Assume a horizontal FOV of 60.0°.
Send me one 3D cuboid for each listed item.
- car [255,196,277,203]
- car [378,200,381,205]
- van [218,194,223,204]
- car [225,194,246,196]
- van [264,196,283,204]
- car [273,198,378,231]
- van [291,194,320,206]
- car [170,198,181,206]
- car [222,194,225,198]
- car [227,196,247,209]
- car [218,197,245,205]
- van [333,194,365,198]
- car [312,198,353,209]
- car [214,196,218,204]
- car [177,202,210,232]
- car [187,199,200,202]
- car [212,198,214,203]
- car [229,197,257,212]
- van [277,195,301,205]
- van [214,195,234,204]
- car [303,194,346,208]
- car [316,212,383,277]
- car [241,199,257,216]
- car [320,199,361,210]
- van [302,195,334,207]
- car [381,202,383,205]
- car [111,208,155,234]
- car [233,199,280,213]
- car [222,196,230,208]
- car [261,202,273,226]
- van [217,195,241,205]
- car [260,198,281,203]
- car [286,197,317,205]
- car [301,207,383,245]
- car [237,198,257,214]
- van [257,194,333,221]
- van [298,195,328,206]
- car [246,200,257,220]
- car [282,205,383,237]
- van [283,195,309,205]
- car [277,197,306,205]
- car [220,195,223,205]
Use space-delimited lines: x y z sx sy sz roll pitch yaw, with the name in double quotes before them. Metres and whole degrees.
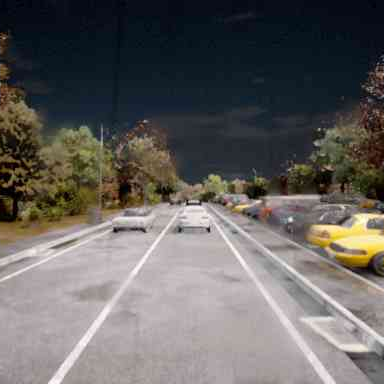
"car" 20.618 2.082 92.531 5.566 2.045 2.435 0 -2 0
"car" 20.142 1.301 31.613 5.566 2.045 2.435 0 0 0
"van" 7.147 1.439 56.780 4.442 1.987 1.878 0 0 0
"car" 7.156 1.492 45.675 4.553 1.767 2.185 0 0 0
"van" 20.650 1.931 84.224 4.442 1.987 1.878 0 -1 0
"car" 7.027 1.378 17.916 4.553 1.767 2.185 0 0 0
"van" 20.246 1.444 59.449 4.442 1.987 1.878 0 -1 0
"car" -3.049 1.752 61.122 1.882 1.535 5.008 0 -1 1
"car" 7.175 1.504 48.451 4.553 1.767 2.185 0 0 0
"car" 7.143 1.595 40.122 4.892 1.521 2.231 0 0 0
"car" 7.331 1.747 62.304 4.792 1.488 2.163 0 -1 0
"van" 20.364 1.374 42.819 4.442 1.987 1.878 0 0 0
"car" 20.279 1.622 48.234 5.008 1.535 2.097 0 0 0
"car" 7.311 1.425 59.555 5.566 2.045 2.435 0 0 0
"car" 0.136 1.557 20.413 1.812 1.442 4.674 0 0 0
"car" 0.207 1.562 37.817 1.882 1.535 5.008 0 0 0
"car" 7.329 1.916 70.638 4.792 1.488 2.163 0 -1 0
"car" 6.925 1.568 34.571 5.366 1.575 1.946 0 0 0
"van" 20.554 1.650 70.376 4.442 1.987 1.878 0 -1 0
"van" 7.533 1.829 78.968 4.442 1.987 1.878 0 -1 0
"car" 20.276 1.383 51.130 5.566 2.045 2.435 0 0 0
"car" 6.754 1.502 9.717 5.366 1.575 1.946 0 0 0
"car" 7.043 1.577 29.017 4.792 1.488 2.163 0 0 0
"car" 20.264 1.651 45.463 4.674 1.452 2.002 0 0 0
"van" 20.441 1.420 53.899 4.442 1.987 1.878 0 0 0
"car" 20.123 1.290 28.843 5.566 2.045 2.435 0 0 0
"car" -3.318 1.630 19.486 1.895 1.301 4.718 0 0 0
"car" 7.136 1.584 37.346 4.892 1.521 2.231 0 0 0
"car" 6.982 1.603 42.899 5.366 1.575 1.946 0 0 0
"car" 7.044 1.542 20.688 4.792 1.488 2.163 0 0 0
"van" 7.204 1.548 65.092 4.442 1.987 1.878 0 -1 0
"car" 20.546 2.215 86.991 4.892 1.521 2.231 0 -1 0
"car" 20.385 1.707 62.065 5.008 1.535 2.097 0 -1 0
"car" 7.143 1.495 12.368 5.366 1.575 1.946 0 0 0
"car" 7.062 1.589 31.794 4.792 1.488 2.163 0 0 0
"van" 7.151 1.298 23.466 4.442 1.987 1.878 0 0 0
"van" 20.459 1.432 56.544 4.442 1.987 1.878 0 0 0
"car" 7.024 1.565 26.241 4.792 1.488 2.163 0 0 0
"car" 6.971 1.499 15.136 4.892 1.521 2.231 0 0 0
"van" 20.282 1.538 64.840 4.442 1.987 1.878 0 -1 0
"car" 20.234 1.817 67.603 5.366 1.575 1.946 0 -1 0
"car" 7.220 1.641 51.226 5.008 1.535 2.097 0 0 0
